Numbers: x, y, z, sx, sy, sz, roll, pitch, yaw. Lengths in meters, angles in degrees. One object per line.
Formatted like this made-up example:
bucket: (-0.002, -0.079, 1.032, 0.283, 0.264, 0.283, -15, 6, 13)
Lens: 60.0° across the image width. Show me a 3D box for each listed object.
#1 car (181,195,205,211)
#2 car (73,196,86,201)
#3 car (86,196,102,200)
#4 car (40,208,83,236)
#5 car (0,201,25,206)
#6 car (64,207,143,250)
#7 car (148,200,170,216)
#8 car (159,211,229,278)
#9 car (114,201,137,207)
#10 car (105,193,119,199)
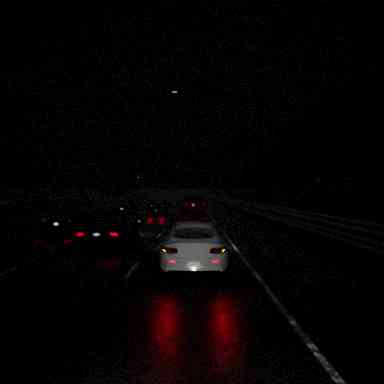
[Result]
car: (0.123, 1.286, 33.120, 2.150, 2.045, 5.566, 0, 0, 0)
car: (-24.445, 1.607, 72.916, 1.994, 1.385, 4.181, 0, 0, 0)
car: (-20.946, 1.566, 72.498, 1.882, 1.535, 5.008, 0, 0, 0)
car: (-6.889, 1.602, 18.872, 1.994, 1.385, 4.181, 0, 0, 0)
car: (-17.574, 1.589, 32.372, 1.812, 1.442, 4.674, 0, 0, 0)
car: (-3.394, 1.577, 14.358, 2.033, 1.411, 5.357, 0, 0, 0)
car: (-3.378, 1.558, 34.048, 2.128, 1.511, 4.902, 0, 0, 0)
car: (0.061, 1.547, 10.134, 1.812, 1.442, 4.674, 0, 0, 0)
car: (-6.877, 1.631, 34.614, 1.994, 1.385, 4.181, 0, 0, 0)
car: (-17.445, 1.280, 72.881, 2.150, 2.045, 5.566, 0, 0, 0)
